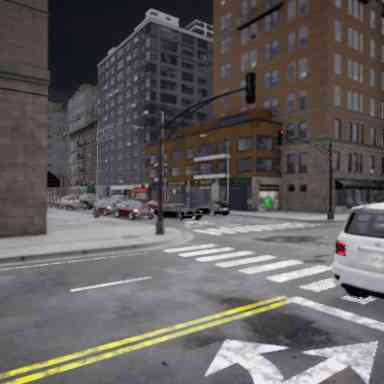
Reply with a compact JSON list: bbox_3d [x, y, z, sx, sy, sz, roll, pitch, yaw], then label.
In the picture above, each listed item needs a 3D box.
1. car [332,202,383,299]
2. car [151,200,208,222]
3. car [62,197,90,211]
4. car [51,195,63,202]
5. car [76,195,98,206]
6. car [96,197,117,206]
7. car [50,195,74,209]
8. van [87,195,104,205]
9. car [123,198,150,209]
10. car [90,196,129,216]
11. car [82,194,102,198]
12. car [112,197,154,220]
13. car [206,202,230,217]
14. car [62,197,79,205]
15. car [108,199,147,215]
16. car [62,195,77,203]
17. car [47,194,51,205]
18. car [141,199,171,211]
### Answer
[{"bbox_3d":[5.362,1.230,7.270,5.566,2.045,2.150,0,0,-36],"label":"car"},{"bbox_3d":[-1.115,1.605,26.760,1.895,1.301,4.718,0,0,-35],"label":"car"},{"bbox_3d":[-14.248,1.570,40.945,1.802,1.307,4.206,0,0,-35],"label":"car"},{"bbox_3d":[-33.141,1.499,81.580,1.967,1.590,4.097,0,0,-35],"label":"car"},{"bbox_3d":[-17.386,1.372,54.900,2.097,1.767,4.553,0,0,-35],"label":"car"},{"bbox_3d":[-14.057,1.581,54.578,2.008,1.369,4.403,0,0,-35],"label":"car"},{"bbox_3d":[-17.429,1.540,45.446,2.008,1.369,4.403,0,0,-35],"label":"car"},{"bbox_3d":[-17.237,1.376,59.078,1.690,1.788,3.998,0,0,-35],"label":"van"},{"bbox_3d":[-7.696,1.592,45.577,1.947,1.339,4.313,0,0,-35],"label":"car"},{"bbox_3d":[-7.886,1.429,31.946,1.967,1.590,4.097,0,0,-35],"label":"car"},{"bbox_3d":[-12.969,1.222,43.562,2.150,2.045,5.566,0,0,-35],"label":"car"},{"bbox_3d":[-4.706,1.431,27.445,1.967,1.590,4.097,0,0,-35],"label":"car"},{"bbox_3d":[1.848,1.595,32.076,1.947,1.339,4.313,0,0,-35],"label":"car"},{"bbox_3d":[-23.060,1.629,62.915,1.895,1.301,4.718,0,0,-35],"label":"car"},{"bbox_3d":[-6.850,1.492,34.875,2.128,1.511,4.902,0,0,-35],"label":"car"},{"bbox_3d":[-26.779,1.489,72.579,1.967,1.590,4.097,0,0,-35],"label":"car"},{"bbox_3d":[-23.790,1.436,54.446,1.967,1.590,4.097,0,0,-35],"label":"car"},{"bbox_3d":[-4.515,1.608,41.078,1.802,1.307,4.206,0,0,-35],"label":"car"}]
